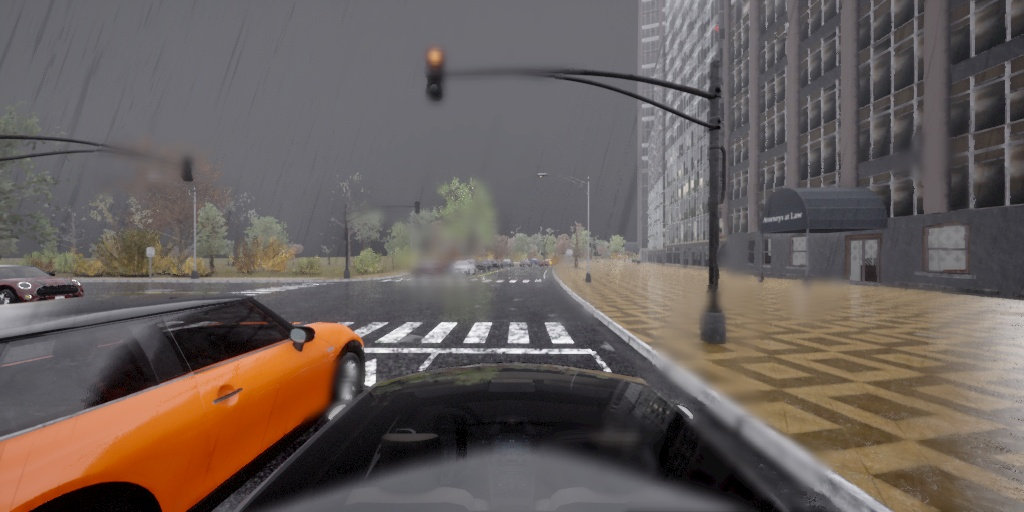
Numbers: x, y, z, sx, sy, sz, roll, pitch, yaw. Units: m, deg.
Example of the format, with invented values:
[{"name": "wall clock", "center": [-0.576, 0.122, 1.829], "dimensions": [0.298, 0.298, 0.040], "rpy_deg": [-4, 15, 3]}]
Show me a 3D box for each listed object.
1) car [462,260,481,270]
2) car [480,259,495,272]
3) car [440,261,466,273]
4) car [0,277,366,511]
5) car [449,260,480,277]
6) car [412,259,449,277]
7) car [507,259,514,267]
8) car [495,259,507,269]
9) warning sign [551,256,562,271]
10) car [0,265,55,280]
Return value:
[{"name": "car", "center": [-6.007, 1.275, 53.702], "dimensions": [1.812, 1.442, 4.674], "rpy_deg": [0, 0, 8]}, {"name": "car", "center": [-3.833, 1.350, 45.543], "dimensions": [1.895, 1.301, 4.718], "rpy_deg": [0, 0, 7]}, {"name": "car", "center": [-7.227, 1.348, 44.479], "dimensions": [1.895, 1.301, 4.718], "rpy_deg": [0, 0, 7]}, {"name": "car", "center": [-3.102, 1.102, 3.209], "dimensions": [2.097, 1.767, 4.553], "rpy_deg": [0, 0, 0]}, {"name": "car", "center": [-4.816, 1.273, 36.491], "dimensions": [1.812, 1.442, 4.674], "rpy_deg": [0, 0, 6]}, {"name": "car", "center": [-8.168, 1.098, 35.535], "dimensions": [2.097, 1.767, 4.553], "rpy_deg": [0, 0, 6]}, {"name": "car", "center": [-0.861, 1.280, 65.181], "dimensions": [1.812, 1.442, 4.674], "rpy_deg": [0, 0, 10]}, {"name": "car", "center": [-2.511, 1.352, 55.255], "dimensions": [1.895, 1.301, 4.718], "rpy_deg": [0, 0, 9]}, {"name": "warning sign", "center": [5.473, 0.868, 44.136], "dimensions": [1.300, 1.860, 1.060], "rpy_deg": [0, 0, 7]}, {"name": "car", "center": [-20.962, 1.159, 14.990], "dimensions": [4.553, 1.767, 2.097], "rpy_deg": [0, 0, 4]}]
